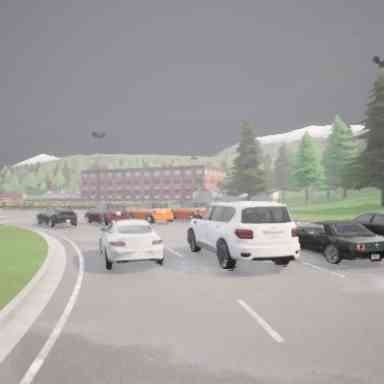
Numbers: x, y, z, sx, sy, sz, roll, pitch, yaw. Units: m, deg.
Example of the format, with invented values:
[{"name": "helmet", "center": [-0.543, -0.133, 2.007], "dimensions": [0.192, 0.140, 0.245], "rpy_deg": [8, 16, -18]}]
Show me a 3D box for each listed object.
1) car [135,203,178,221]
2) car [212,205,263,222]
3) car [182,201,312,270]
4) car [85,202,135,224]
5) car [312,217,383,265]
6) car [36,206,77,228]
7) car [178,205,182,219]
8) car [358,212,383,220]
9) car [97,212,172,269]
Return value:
[{"name": "car", "center": [-3.597, 1.684, 28.233], "dimensions": [2.097, 1.767, 4.553], "rpy_deg": [0, -1, -38]}, {"name": "car", "center": [4.002, 1.904, 30.241], "dimensions": [1.895, 1.301, 4.718], "rpy_deg": [0, -1, -35]}, {"name": "car", "center": [1.502, 1.343, 11.782], "dimensions": [2.150, 2.045, 5.566], "rpy_deg": [0, 0, -17]}, {"name": "car", "center": [-6.873, 1.689, 26.729], "dimensions": [2.097, 1.767, 4.553], "rpy_deg": [0, -1, -39]}, {"name": "car", "center": [4.972, 1.702, 12.239], "dimensions": [1.895, 1.301, 4.718], "rpy_deg": [0, -1, -16]}, {"name": "car", "center": [-10.494, 1.854, 25.642], "dimensions": [1.837, 1.490, 4.892], "rpy_deg": [1, -2, -42]}, {"name": "car", "center": [-0.105, 1.678, 29.837], "dimensions": [2.097, 1.767, 4.553], "rpy_deg": [0, -1, -37]}, {"name": "car", "center": [8.158, 1.581, 14.397], "dimensions": [1.882, 1.535, 5.008], "rpy_deg": [0, -1, -17]}, {"name": "car", "center": [-2.236, 1.670, 11.835], "dimensions": [1.812, 1.442, 4.674], "rpy_deg": [0, -1, -18]}]
